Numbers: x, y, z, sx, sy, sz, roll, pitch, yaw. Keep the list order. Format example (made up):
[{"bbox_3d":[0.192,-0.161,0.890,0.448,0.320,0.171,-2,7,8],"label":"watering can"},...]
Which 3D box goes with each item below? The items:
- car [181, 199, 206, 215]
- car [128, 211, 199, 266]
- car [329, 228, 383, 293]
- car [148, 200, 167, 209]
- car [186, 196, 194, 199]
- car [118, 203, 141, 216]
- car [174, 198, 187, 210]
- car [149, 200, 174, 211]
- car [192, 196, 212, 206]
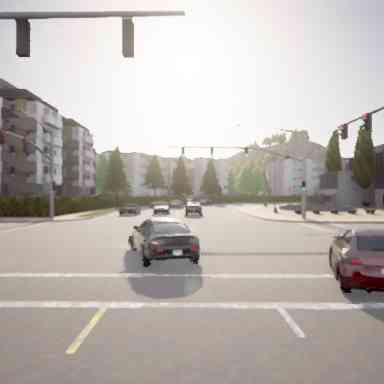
[{"bbox_3d":[0.137,1.857,38.314,2.128,1.511,4.902,0,-1,-1],"label":"car"},{"bbox_3d":[-1.095,1.641,12.079,1.812,1.442,4.674,1,0,-17],"label":"car"},{"bbox_3d":[4.822,1.650,8.833,1.994,1.385,4.181,0,-1,20],"label":"car"},{"bbox_3d":[-5.727,2.096,55.875,1.994,1.385,4.181,0,-1,13],"label":"car"},{"bbox_3d":[-0.132,1.890,70.319,2.150,2.045,5.566,0,-1,28],"label":"car"},{"bbox_3d":[-6.978,1.958,37.519,1.895,1.301,4.718,0,-1,-1],"label":"car"},{"bbox_3d":[-2.690,2.014,53.335,1.837,1.490,4.892,0,-1,11],"label":"car"},{"bbox_3d":[-3.533,1.923,39.449,2.033,1.411,5.357,0,-1,-1],"label":"car"},{"bbox_3d":[2.491,2.124,67.893,1.882,1.535,5.008,0,0,28],"label":"car"}]
